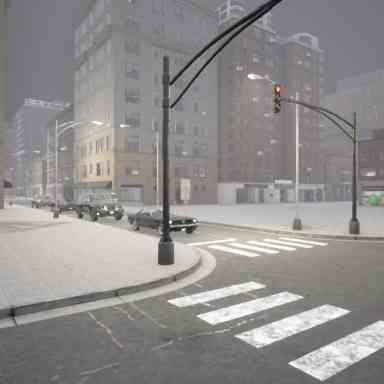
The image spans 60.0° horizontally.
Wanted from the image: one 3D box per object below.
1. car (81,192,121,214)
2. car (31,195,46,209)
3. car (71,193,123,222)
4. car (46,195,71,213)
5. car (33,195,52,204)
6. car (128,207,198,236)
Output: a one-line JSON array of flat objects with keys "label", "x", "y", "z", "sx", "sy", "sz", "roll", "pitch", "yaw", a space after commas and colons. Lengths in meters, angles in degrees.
[{"label": "car", "x": -9.454, "y": 1.066, "z": 34.075, "sx": 2.150, "sy": 2.045, "sz": 5.566, "roll": 0, "pitch": 0, "yaw": -35}, {"label": "car", "x": -19.118, "y": 1.139, "z": 42.622, "sx": 2.097, "sy": 1.767, "sz": 4.553, "roll": 0, "pitch": 0, "yaw": -35}, {"label": "car", "x": -7.341, "y": 1.101, "z": 26.032, "sx": 2.150, "sy": 2.045, "sz": 5.566, "roll": 0, "pitch": 0, "yaw": -35}, {"label": "car", "x": -13.213, "y": 1.311, "z": 34.287, "sx": 1.882, "sy": 1.535, "sz": 5.008, "roll": 0, "pitch": 0, "yaw": -36}, {"label": "car", "x": -25.467, "y": 1.269, "z": 56.518, "sx": 2.033, "sy": 1.411, "sz": 5.357, "roll": 0, "pitch": 0, "yaw": -35}, {"label": "car", "x": -1.695, "y": 1.527, "z": 18.129, "sx": 1.895, "sy": 1.301, "sz": 4.718, "roll": 0, "pitch": 0, "yaw": -36}]
